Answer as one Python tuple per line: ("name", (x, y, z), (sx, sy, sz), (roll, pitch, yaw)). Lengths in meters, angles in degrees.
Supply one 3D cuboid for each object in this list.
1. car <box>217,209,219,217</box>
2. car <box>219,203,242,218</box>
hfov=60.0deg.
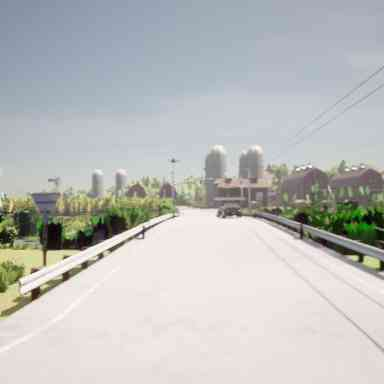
("car", (4.455, 2.671, 45.206), (1.812, 1.442, 4.674), (-1, -5, 0))
("car", (4.180, 1.994, 35.029), (1.837, 1.490, 4.892), (-1, -3, 2))
